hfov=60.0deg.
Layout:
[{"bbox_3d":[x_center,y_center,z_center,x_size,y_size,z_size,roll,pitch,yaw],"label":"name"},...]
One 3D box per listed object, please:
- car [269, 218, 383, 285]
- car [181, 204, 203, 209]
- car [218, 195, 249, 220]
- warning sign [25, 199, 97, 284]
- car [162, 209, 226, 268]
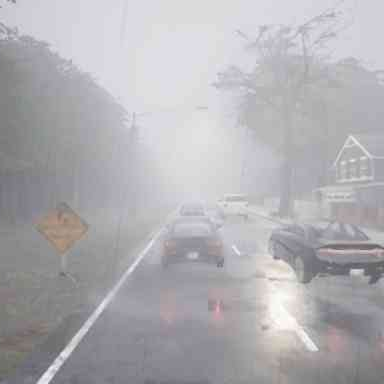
[{"bbox_3d":[3.539,1.499,9.536,2.128,1.511,4.902,0,0,0],"label":"car"},{"bbox_3d":[0.009,1.620,27.969,1.895,1.301,4.718,0,0,0],"label":"car"},{"bbox_3d":[3.510,1.241,28.845,2.150,2.045,5.566,0,0,0],"label":"car"},{"bbox_3d":[-3.083,1.121,7.986,1.300,1.860,1.060,-1,-1,0],"label":"warning sign"},{"bbox_3d":[0.043,1.533,11.216,1.812,1.442,4.674,0,0,0],"label":"car"}]
